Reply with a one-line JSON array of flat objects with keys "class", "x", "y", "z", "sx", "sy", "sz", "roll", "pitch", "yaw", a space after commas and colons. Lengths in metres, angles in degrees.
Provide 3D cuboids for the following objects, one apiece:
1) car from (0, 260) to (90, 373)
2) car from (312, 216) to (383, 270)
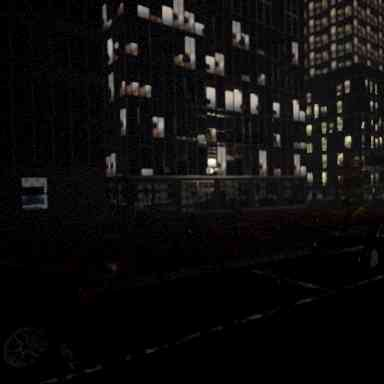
[{"class": "car", "x": -3.581, "y": 1.550, "z": 4.022, "sx": 4.507, "sy": 1.381, "sz": 1.887, "roll": -1, "pitch": -1, "yaw": -35}, {"class": "car", "x": 5.593, "y": 1.465, "z": 10.535, "sx": 4.403, "sy": 1.369, "sz": 2.008, "roll": -1, "pitch": -1, "yaw": -35}]
